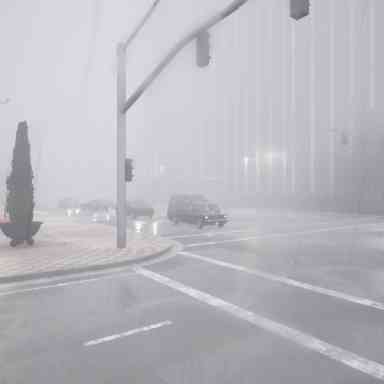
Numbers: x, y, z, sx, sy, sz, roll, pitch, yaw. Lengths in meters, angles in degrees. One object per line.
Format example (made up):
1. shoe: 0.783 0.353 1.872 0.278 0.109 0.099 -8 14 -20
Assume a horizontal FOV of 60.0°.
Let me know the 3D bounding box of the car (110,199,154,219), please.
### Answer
1. car: -5.183 1.478 29.600 1.882 1.535 5.008 0 0 -36

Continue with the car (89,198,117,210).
1. car: -12.178 1.547 45.292 2.033 1.411 5.357 0 0 -36

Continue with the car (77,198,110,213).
1. car: -11.097 1.601 37.792 1.895 1.301 4.718 0 0 -36

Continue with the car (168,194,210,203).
1. car: 0.025 1.221 28.372 2.150 2.045 5.566 0 0 -36

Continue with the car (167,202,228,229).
1. car: 0.271 1.601 21.959 1.895 1.301 4.718 0 0 -34

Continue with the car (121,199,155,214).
1. car: -5.988 1.526 36.707 1.812 1.442 4.674 0 0 -36

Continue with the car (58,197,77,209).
1. car: -17.176 1.491 46.271 2.128 1.511 4.902 0 0 -35
